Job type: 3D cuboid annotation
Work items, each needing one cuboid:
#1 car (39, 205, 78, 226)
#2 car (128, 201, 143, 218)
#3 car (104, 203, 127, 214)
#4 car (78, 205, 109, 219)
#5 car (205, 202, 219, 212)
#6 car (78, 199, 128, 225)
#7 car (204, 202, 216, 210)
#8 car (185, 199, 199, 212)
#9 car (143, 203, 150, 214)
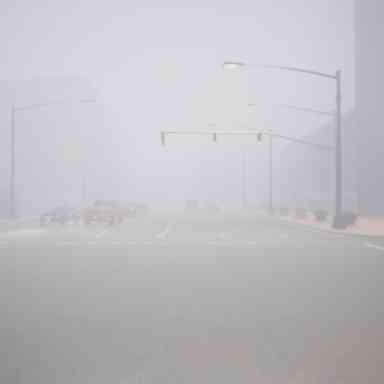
[{"bbox_3d":[-10.585,1.840,26.932,2.128,1.511,4.902,0,-1,0],"label":"car"},{"bbox_3d":[-7.081,1.908,36.946,2.097,1.767,4.553,0,-1,-1],"label":"car"},{"bbox_3d":[-10.580,2.253,46.345,1.882,1.535,5.008,0,-1,0],"label":"car"},{"bbox_3d":[-10.585,2.142,36.201,1.895,1.301,4.718,0,-1,0],"label":"car"},{"bbox_3d":[3.465,2.516,55.806,1.812,1.442,4.674,0,-1,0],"label":"car"},{"bbox_3d":[-7.088,1.579,27.309,2.150,2.045,5.566,0,-1,0],"label":"car"},{"bbox_3d":[3.459,2.770,65.805,2.033,1.411,5.357,0,-1,0],"label":"car"},{"bbox_3d":[-0.035,2.204,55.425,2.150,2.045,5.566,0,-1,0],"label":"car"},{"bbox_3d":[-7.083,2.266,46.984,1.882,1.535,5.008,0,-1,0],"label":"car"}]
